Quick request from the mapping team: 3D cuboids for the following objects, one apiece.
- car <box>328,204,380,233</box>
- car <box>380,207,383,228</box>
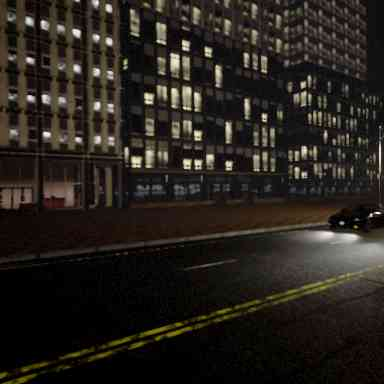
[{"bbox_3d":[9.289,1.377,18.168,4.181,1.385,1.994,-1,0,-35],"label":"car"},{"bbox_3d":[11.176,1.312,15.522,4.902,1.511,2.128,-1,0,-35],"label":"car"}]
